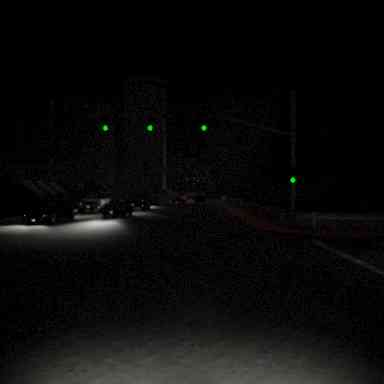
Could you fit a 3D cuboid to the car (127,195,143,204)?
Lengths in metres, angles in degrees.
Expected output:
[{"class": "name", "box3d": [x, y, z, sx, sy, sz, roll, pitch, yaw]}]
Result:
[{"class": "car", "box3d": [-9.336, 1.205, 54.764, 1.812, 1.442, 4.674, 0, 0, 1]}]

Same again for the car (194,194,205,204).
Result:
[{"class": "car", "box3d": [1.249, 1.184, 56.773, 1.837, 1.490, 4.892, 0, 0, 1]}]

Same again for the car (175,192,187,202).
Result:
[{"class": "car", "box3d": [-2.101, 0.986, 66.017, 2.097, 1.767, 4.553, 0, 0, 1]}]

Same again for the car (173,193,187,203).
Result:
[{"class": "car", "box3d": [-2.240, 1.235, 57.456, 1.994, 1.385, 4.181, 0, 0, 1]}]

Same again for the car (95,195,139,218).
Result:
[{"class": "car", "box3d": [-6.310, 1.322, 28.584, 2.128, 1.511, 4.902, 0, 0, 1]}]

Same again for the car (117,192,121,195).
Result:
[{"class": "car", "box3d": [-9.542, 0.959, 44.403, 2.150, 2.045, 5.566, 0, 0, 1]}]

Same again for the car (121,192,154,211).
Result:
[{"class": "car", "box3d": [-6.152, 0.998, 38.155, 2.150, 2.045, 5.566, 0, 0, 1]}]

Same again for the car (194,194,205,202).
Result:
[{"class": "car", "box3d": [1.399, 1.120, 65.991, 2.128, 1.511, 4.902, 0, 0, 1]}]

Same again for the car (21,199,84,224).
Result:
[{"class": "car", "box3d": [-9.957, 1.401, 23.857, 2.033, 1.411, 5.357, 0, 0, 3]}]

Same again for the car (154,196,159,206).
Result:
[{"class": "car", "box3d": [-5.971, 1.265, 48.514, 2.033, 1.411, 5.357, 0, 0, 1]}]

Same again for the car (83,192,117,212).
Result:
[{"class": "car", "box3d": [-9.721, 1.018, 34.037, 2.150, 2.045, 5.566, 0, 0, 1]}]
